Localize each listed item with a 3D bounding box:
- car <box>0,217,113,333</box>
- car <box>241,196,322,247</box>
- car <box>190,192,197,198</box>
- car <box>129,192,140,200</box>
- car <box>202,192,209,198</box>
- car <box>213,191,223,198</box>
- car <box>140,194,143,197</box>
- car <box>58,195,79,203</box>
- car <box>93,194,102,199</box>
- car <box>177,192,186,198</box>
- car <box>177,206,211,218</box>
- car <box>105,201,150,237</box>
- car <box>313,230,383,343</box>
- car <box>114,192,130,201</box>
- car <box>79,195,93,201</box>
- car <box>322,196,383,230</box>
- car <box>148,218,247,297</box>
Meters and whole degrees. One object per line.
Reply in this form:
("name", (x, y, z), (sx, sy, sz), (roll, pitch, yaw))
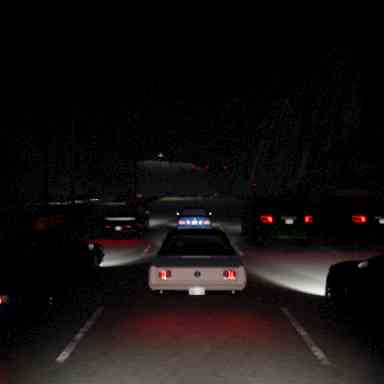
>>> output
("car", (-3.395, 1.528, 7.063), (2.033, 1.411, 5.357), (0, 0, 0))
("car", (3.609, 1.181, 14.981), (2.150, 2.045, 5.566), (0, 0, 0))
("car", (0.347, 0.991, 93.689), (1.994, 1.385, 4.181), (0, 1, 1))
("car", (-13.824, 0.936, 74.811), (2.150, 2.045, 5.566), (0, 1, 1))
("car", (3.844, 0.967, 93.281), (2.128, 1.511, 4.902), (0, 1, 1))
("car", (7.344, 0.666, 93.277), (2.150, 2.045, 5.566), (0, 1, 1))
("car", (-13.732, 1.107, 84.991), (1.812, 1.442, 4.674), (0, 1, 1))
("car", (-24.412, 1.262, 64.783), (1.882, 1.535, 5.008), (0, 0, 0))
("car", (-24.237, 1.144, 84.537), (1.994, 1.385, 4.181), (0, 1, 1))
("car", (-3.156, 0.919, 93.339), (1.882, 1.535, 5.008), (0, 1, 1))
("car", (0.119, 1.498, 18.330), (2.033, 1.411, 5.357), (0, 0, 0))
("car", (-3.381, 1.444, 17.639), (2.128, 1.511, 4.902), (0, 0, 0))
("car", (3.602, 1.550, 4.929), (1.994, 1.385, 4.181), (0, 0, 0))
("car", (-13.912, 1.289, 64.719), (1.837, 1.490, 4.892), (0, 0, 0))
("car", (-24.328, 1.311, 74.465), (1.895, 1.301, 4.718), (0, 1, 1))
("car", (7.107, 1.181, 15.017), (2.150, 2.045, 5.566), (0, 0, 0))
("car", (0.107, 1.578, 8.496), (1.895, 1.301, 4.718), (0, 0, 0))
